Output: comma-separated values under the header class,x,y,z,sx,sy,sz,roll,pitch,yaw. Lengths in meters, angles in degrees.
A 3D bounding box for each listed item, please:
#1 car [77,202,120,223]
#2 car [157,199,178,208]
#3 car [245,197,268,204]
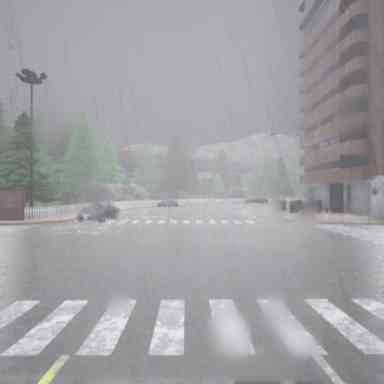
class,x,y,z,sx,sy,sz,roll,pitch,yaw
car,-7.299,1.594,26.402,2.128,1.511,4.902,1,0,9
car,-3.734,1.749,51.453,1.994,1.385,4.181,0,0,24
car,13.277,1.718,68.921,5.008,1.535,1.882,0,0,-24
